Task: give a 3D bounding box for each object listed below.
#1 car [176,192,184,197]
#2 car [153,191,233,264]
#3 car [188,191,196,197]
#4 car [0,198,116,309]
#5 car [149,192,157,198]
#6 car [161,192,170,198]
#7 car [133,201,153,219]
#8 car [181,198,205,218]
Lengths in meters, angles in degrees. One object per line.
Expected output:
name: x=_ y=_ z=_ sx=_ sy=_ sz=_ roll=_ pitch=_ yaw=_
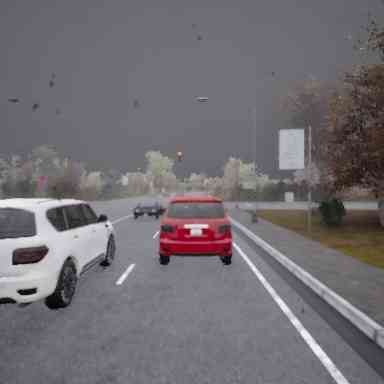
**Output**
car: x=-3.494 y=0.697 z=94.548 sx=2.128 sy=1.511 sz=4.902 roll=0 pitch=0 yaw=0
car: x=0.101 y=1.123 z=11.586 sx=2.150 sy=2.045 sz=5.566 roll=0 pitch=1 yaw=0
car: x=0.007 y=0.524 z=94.933 sx=2.097 sy=1.767 sz=4.553 roll=0 pitch=0 yaw=0
car: x=-3.399 y=1.153 z=7.830 sx=2.150 sy=2.045 sz=5.566 roll=0 pitch=1 yaw=0
car: x=-10.497 y=0.725 z=89.376 sx=1.837 sy=1.490 sz=4.892 roll=0 pitch=0 yaw=0
car: x=-6.997 y=0.765 z=89.366 sx=2.033 sy=1.411 sz=5.357 roll=0 pitch=0 yaw=0
car: x=-3.399 y=1.370 z=26.572 sx=1.895 sy=1.301 sz=4.718 roll=0 pitch=0 yaw=0
car: x=0.101 y=1.285 z=27.780 sx=1.812 sy=1.442 sz=4.674 roll=0 pitch=0 yaw=0
